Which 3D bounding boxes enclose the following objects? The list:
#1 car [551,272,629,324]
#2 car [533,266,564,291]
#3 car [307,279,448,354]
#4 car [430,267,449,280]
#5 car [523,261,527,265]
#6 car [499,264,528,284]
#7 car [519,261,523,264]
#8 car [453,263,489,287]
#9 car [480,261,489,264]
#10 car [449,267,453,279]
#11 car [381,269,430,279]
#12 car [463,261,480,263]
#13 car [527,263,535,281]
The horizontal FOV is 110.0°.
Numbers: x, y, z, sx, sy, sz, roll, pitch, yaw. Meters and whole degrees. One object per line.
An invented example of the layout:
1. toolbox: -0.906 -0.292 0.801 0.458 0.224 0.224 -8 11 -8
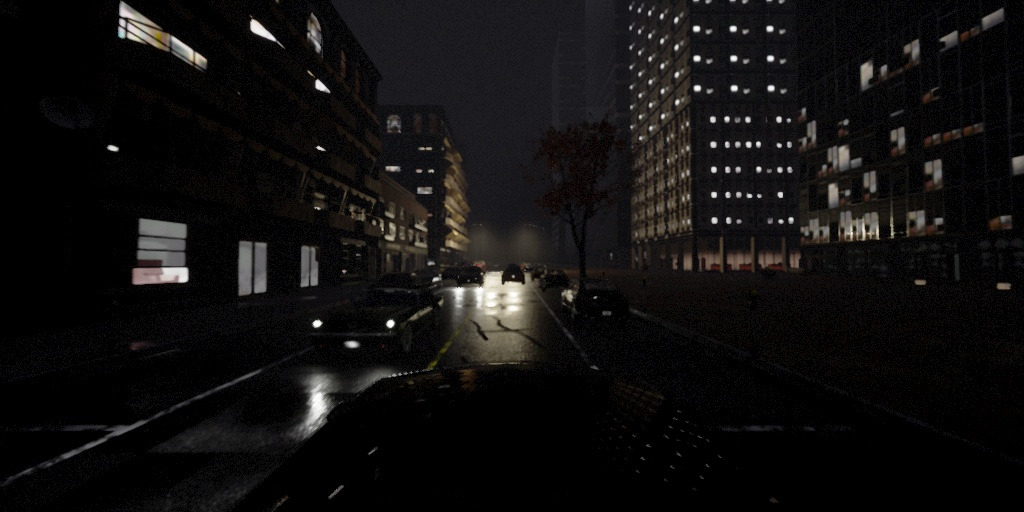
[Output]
1. car: 2.689 1.420 12.361 2.007 1.370 4.403 0 0 0
2. car: 2.689 1.546 23.500 2.007 1.370 4.403 0 0 0
3. car: -3.099 1.434 9.169 1.895 1.301 4.718 0 -1 0
4. car: -5.692 1.545 23.501 2.007 1.370 4.403 0 0 0
5. car: 2.690 1.865 51.347 2.007 1.370 4.403 0 0 0
6. car: 0.099 1.642 30.783 1.994 1.385 4.181 0 -1 0
7. car: 0.097 1.737 44.078 1.837 1.490 4.892 0 0 0
8. car: -3.103 1.549 27.916 1.837 1.490 4.892 0 -1 0
9. car: -5.691 1.757 62.485 2.192 1.841 5.009 0 0 0
10. car: -5.692 1.687 34.640 1.948 1.339 4.313 0 0 0
11. car: -5.692 1.497 17.932 1.948 1.339 4.313 0 0 0
12. car: -5.691 1.563 45.779 2.192 1.841 5.009 0 0 0
13. car: 2.689 1.648 34.809 1.751 1.417 4.829 0 0 0
